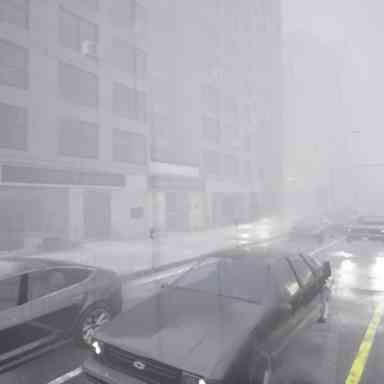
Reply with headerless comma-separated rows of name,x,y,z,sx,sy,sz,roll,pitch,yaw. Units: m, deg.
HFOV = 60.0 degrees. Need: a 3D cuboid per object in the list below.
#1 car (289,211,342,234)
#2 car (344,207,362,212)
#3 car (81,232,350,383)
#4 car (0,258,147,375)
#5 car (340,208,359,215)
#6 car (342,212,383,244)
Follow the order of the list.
car,6.594,1.939,18.085,1.802,1.307,4.206,-1,-1,35
car,12.887,1.962,27.169,1.967,1.590,4.097,-1,-1,35
car,0.936,1.662,5.415,2.033,1.411,5.357,-1,-1,34
car,-2.847,1.676,4.463,1.947,1.339,4.313,-1,-1,35
car,9.740,2.005,22.626,1.947,1.339,4.313,-1,-1,35
car,9.399,1.934,17.447,1.895,1.301,4.718,-1,-1,35
